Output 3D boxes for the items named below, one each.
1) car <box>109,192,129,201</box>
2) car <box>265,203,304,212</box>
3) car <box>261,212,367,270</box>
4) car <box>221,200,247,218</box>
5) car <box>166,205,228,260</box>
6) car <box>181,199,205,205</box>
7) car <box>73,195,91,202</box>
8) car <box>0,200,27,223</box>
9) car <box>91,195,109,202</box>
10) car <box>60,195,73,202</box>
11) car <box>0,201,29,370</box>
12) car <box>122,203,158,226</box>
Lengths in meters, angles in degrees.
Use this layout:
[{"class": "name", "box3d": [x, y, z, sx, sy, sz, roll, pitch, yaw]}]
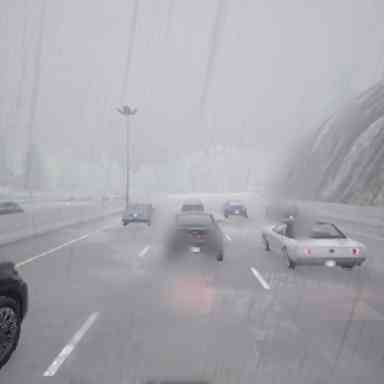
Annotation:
[{"class": "car", "box3d": [-13.848, 1.007, 64.910, 2.150, 2.045, 5.566, 0, 1, 3]}, {"class": "car", "box3d": [7.078, 1.494, 25.951, 1.895, 1.301, 4.718, 0, 0, 0]}, {"class": "car", "box3d": [3.589, 1.556, 10.838, 1.895, 1.301, 4.718, 0, 0, 0]}, {"class": "car", "box3d": [3.564, 1.409, 28.580, 1.812, 1.442, 4.674, 0, 0, 0]}, {"class": "car", "box3d": [0.088, 1.455, 12.186, 1.837, 1.490, 4.892, 0, 0, 0]}, {"class": "car", "box3d": [0.076, 1.360, 29.098, 1.882, 1.535, 5.008, 0, 0, 0]}, {"class": "car", "box3d": [-20.823, 1.262, 65.180, 2.033, 1.411, 5.357, 0, 0, 1]}, {"class": "car", "box3d": [-14.117, 1.412, 24.089, 1.837, 1.490, 4.892, 0, 0, 0]}, {"class": "car", "box3d": [-17.342, 1.264, 64.921, 2.128, 1.511, 4.902, 0, 0, 2]}, {"class": "car", "box3d": [-24.323, 1.264, 65.409, 1.812, 1.442, 4.674, 0, 0, 1]}, {"class": "car", "box3d": [-3.429, 1.215, 2.416, 2.150, 2.045, 5.566, 0, 1, 0]}, {"class": "car", "box3d": [-3.421, 1.457, 22.640, 2.033, 1.411, 5.357, 0, 0, 0]}]
